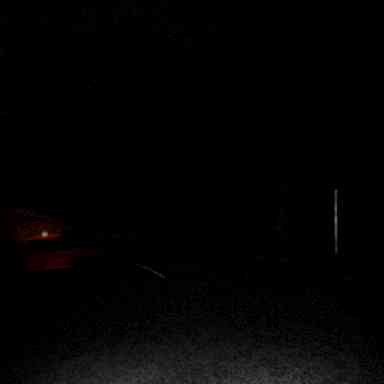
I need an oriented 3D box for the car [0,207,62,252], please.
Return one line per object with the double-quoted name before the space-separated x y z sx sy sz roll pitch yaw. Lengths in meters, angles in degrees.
"car" -7.295 1.365 13.630 5.008 1.535 1.882 1 1 38
